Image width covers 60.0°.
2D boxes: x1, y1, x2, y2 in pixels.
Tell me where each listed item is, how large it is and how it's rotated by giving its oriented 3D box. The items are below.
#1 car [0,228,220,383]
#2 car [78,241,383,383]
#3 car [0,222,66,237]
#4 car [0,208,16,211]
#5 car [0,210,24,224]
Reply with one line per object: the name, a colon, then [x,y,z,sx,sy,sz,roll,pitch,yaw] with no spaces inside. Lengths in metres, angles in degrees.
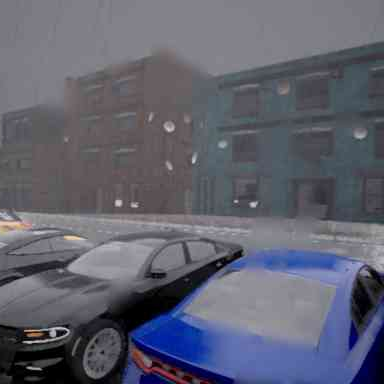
car: [-0.856,1.473,5.766,2.097,1.535,5.008,0,0,36]
car: [1.403,1.478,4.140,2.097,1.535,5.008,0,0,36]
car: [-3.126,1.508,7.377,2.002,1.452,4.674,0,0,36]
car: [-7.637,1.329,10.639,2.185,1.767,4.553,0,0,36]
car: [-5.282,1.458,9.147,1.946,1.575,5.366,0,0,36]
